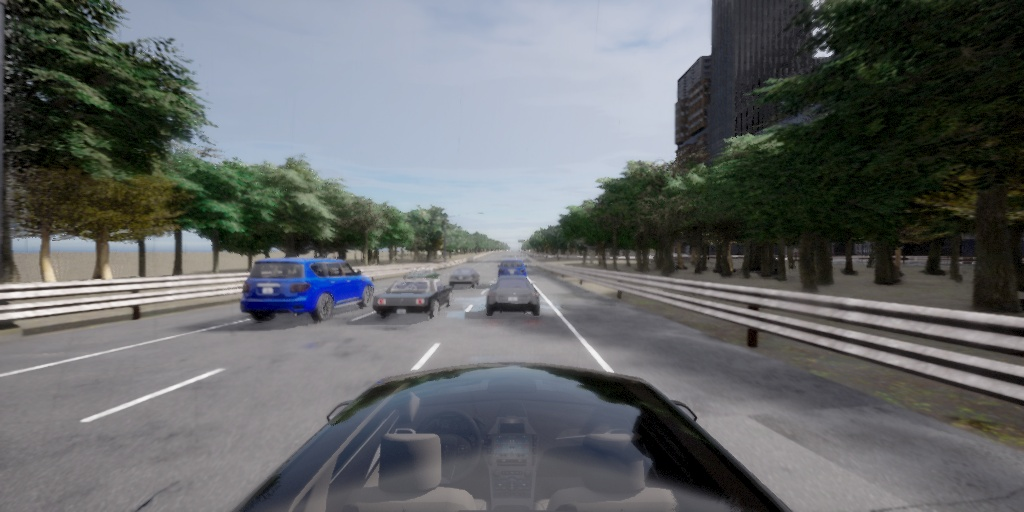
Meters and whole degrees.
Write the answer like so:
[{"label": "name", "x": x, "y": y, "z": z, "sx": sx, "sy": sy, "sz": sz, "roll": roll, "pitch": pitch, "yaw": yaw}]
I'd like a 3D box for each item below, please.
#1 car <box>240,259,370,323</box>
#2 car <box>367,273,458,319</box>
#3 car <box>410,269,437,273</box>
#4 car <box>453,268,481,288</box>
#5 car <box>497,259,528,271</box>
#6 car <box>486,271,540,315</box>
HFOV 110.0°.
[{"label": "car", "x": -6.970, "y": 1.110, "z": 12.968, "sx": 2.150, "sy": 2.045, "sz": 5.566, "roll": 0, "pitch": 0, "yaw": 1}, {"label": "car", "x": -3.465, "y": 1.494, "z": 13.539, "sx": 1.895, "sy": 1.301, "sz": 4.718, "roll": 0, "pitch": -1, "yaw": 1}, {"label": "car", "x": -6.975, "y": 1.651, "z": 28.534, "sx": 1.895, "sy": 1.301, "sz": 4.718, "roll": 0, "pitch": -1, "yaw": 1}, {"label": "car", "x": -3.490, "y": 1.583, "z": 26.989, "sx": 2.033, "sy": 1.411, "sz": 5.357, "roll": 0, "pitch": -1, "yaw": 1}, {"label": "car", "x": 0.022, "y": 1.268, "z": 28.007, "sx": 2.150, "sy": 2.045, "sz": 5.566, "roll": 0, "pitch": 0, "yaw": 1}, {"label": "car", "x": 0.043, "y": 1.467, "z": 14.325, "sx": 1.994, "sy": 1.385, "sz": 4.181, "roll": 0, "pitch": -1, "yaw": 0}]
